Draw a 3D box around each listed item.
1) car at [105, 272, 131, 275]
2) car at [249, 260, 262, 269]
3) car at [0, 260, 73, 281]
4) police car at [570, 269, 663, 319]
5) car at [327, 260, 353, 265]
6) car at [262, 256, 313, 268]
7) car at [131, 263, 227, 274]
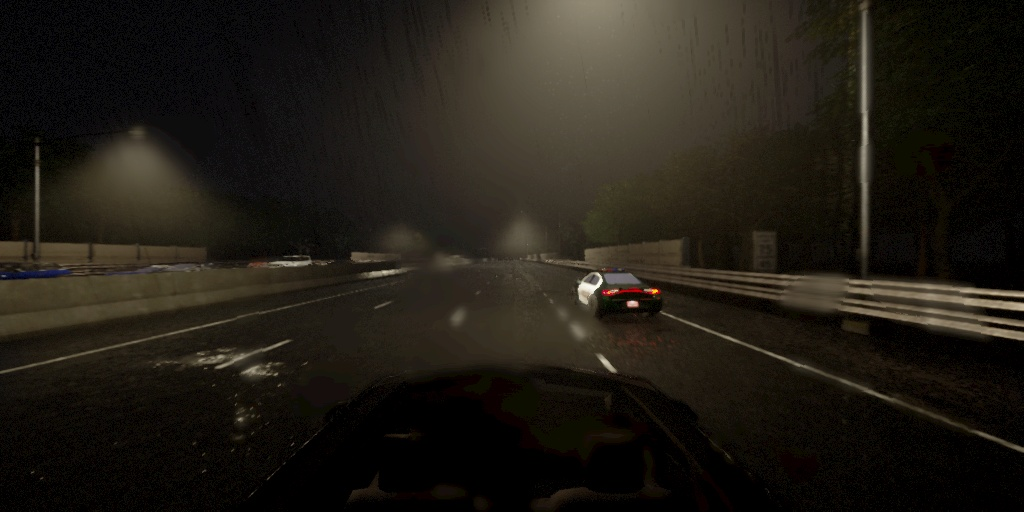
[{"bbox_3d":[-24.549,1.339,24.536,1.895,1.301,4.718,0,0,1],"label":"car"},{"bbox_3d":[-28.003,1.090,41.399,2.097,1.767,4.553,0,0,0],"label":"car"},{"bbox_3d":[-28.074,1.092,20.069,2.097,1.767,4.553,0,0,0],"label":"car"},{"bbox_3d":[3.482,1.244,13.060,2.038,1.542,4.974,-1,0,-3],"label":"police car"},{"bbox_3d":[-21.003,1.219,44.026,1.882,1.535,5.008,0,0,0],"label":"car"},{"bbox_3d":[-24.511,0.960,39.947,2.150,2.045,5.566,0,0,1],"label":"car"},{"bbox_3d":[-21.069,1.231,23.435,2.128,1.511,4.902,0,0,0],"label":"car"}]
